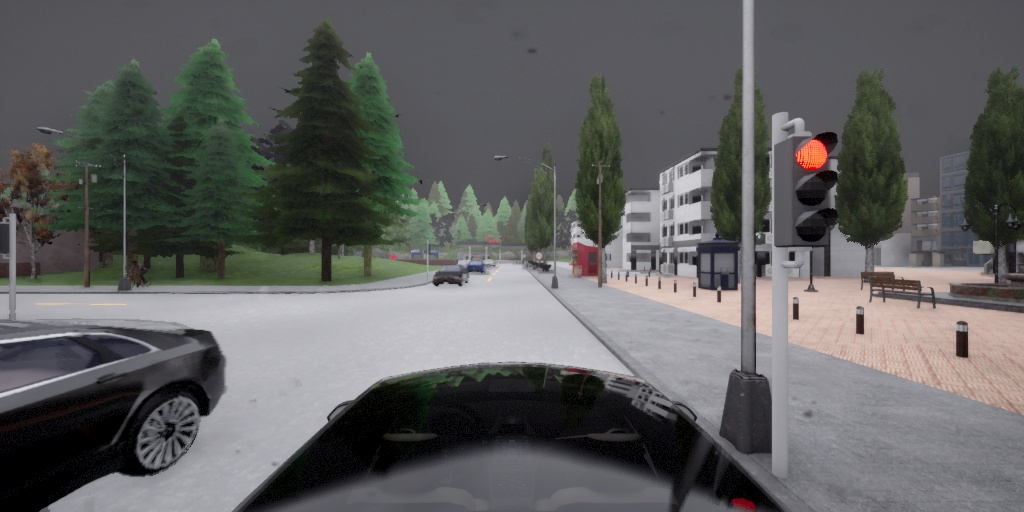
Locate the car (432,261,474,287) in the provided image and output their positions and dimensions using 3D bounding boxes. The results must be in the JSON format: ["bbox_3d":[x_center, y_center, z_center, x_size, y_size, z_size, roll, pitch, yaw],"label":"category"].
[{"bbox_3d":[-4.093,1.297,24.797,2.033,1.411,5.357,0,0,0],"label":"car"}]

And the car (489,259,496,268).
[{"bbox_3d":[-3.962,1.275,62.184,1.812,1.442,4.674,0,0,0],"label":"car"}]

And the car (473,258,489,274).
[{"bbox_3d":[-4.082,1.227,41.061,1.882,1.535,5.008,0,0,0],"label":"car"}]

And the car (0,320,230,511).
[{"bbox_3d":[-4.099,1.241,1.960,2.128,1.511,4.902,0,0,0],"label":"car"}]

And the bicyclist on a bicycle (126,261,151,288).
[{"bbox_3d":[-22.136,1.099,21.184,0.582,1.620,1.656,0,0,0],"label":"bicyclist on a bicycle"}]
